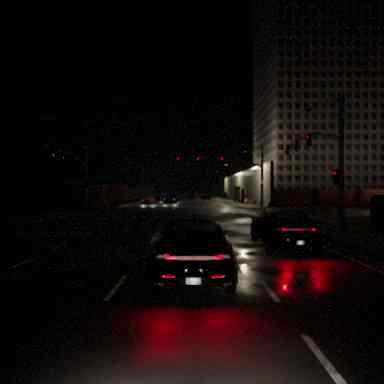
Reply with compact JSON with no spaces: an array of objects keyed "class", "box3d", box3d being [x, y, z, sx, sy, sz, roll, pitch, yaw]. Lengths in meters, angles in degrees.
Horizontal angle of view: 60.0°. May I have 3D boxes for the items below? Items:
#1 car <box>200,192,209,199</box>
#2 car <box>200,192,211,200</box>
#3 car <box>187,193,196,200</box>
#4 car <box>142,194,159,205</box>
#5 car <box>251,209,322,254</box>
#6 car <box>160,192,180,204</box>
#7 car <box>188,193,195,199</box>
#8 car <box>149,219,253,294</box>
[{"class":"car","box3d":[3.360,0.836,89.182,2.097,1.767,4.553,0,0,0]},{"class":"car","box3d":[3.376,1.185,78.991,1.837,1.490,4.892,0,0,0]},{"class":"car","box3d":[-0.124,1.040,78.956,2.097,1.767,4.553,0,0,0]},{"class":"car","box3d":[-7.162,1.262,55.383,1.882,1.535,5.008,0,0,0]},{"class":"car","box3d":[3.560,1.439,13.305,2.128,1.511,4.902,0,0,0]},{"class":"car","box3d":[-3.659,1.135,55.654,2.097,1.767,4.553,0,0,0]},{"class":"car","box3d":[-0.140,0.981,89.208,1.837,1.490,4.892,0,0,0]},{"class":"car","box3d":[0.043,1.457,8.686,2.128,1.511,4.902,0,0,0]}]
